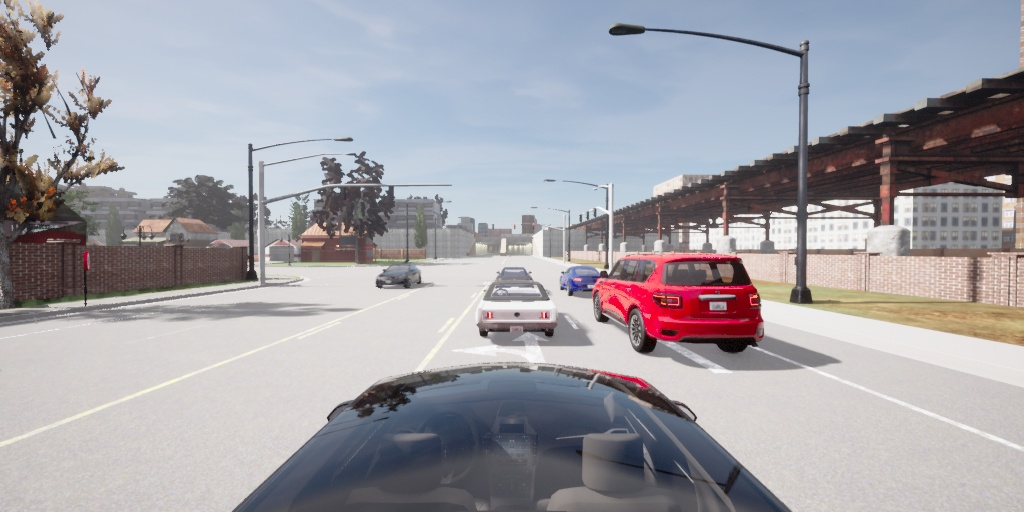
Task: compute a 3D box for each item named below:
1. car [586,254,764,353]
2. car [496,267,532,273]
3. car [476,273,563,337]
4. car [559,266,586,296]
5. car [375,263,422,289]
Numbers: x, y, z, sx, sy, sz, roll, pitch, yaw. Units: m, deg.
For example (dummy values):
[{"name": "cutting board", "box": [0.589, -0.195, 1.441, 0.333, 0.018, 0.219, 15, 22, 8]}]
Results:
[{"name": "car", "box": [3.607, 0.961, 8.982, 2.150, 2.045, 5.566, 0, 0, 0]}, {"name": "car", "box": [0.113, 1.255, 18.986, 1.994, 1.385, 4.181, 0, 0, 0]}, {"name": "car", "box": [0.107, 1.335, 10.235, 1.895, 1.301, 4.718, 0, 0, 0]}, {"name": "car", "box": [3.615, 1.221, 18.683, 1.812, 1.442, 4.674, 0, 0, 0]}, {"name": "car", "box": [-6.991, 1.195, 22.609, 1.812, 1.442, 4.674, 0, 0, 0]}]
